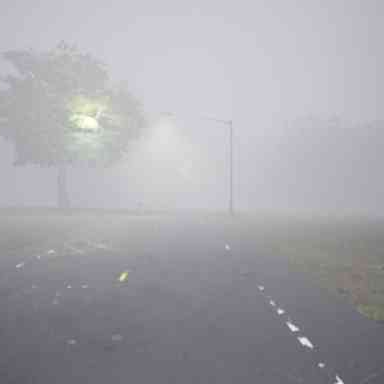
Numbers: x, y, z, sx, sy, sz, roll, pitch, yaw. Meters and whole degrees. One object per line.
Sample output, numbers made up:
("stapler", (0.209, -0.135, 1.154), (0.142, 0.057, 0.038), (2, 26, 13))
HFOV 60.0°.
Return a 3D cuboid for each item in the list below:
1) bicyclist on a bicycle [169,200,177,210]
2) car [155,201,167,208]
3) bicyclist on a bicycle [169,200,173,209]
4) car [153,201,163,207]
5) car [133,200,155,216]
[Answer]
("bicyclist on a bicycle", (-2.899, 2.185, 55.244), (0.866, 1.612, 1.509), (0, -2, -8))
("car", (-6.698, 2.688, 73.090), (1.837, 1.490, 4.892), (0, -2, -11))
("bicyclist on a bicycle", (-4.004, 2.385, 62.850), (0.582, 1.620, 1.656), (0, -2, -9))
("car", (-8.553, 2.914, 83.111), (2.033, 1.411, 5.357), (0, -2, -12))
("car", (-5.441, 1.894, 37.608), (1.812, 1.442, 4.674), (0, -1, -5))
